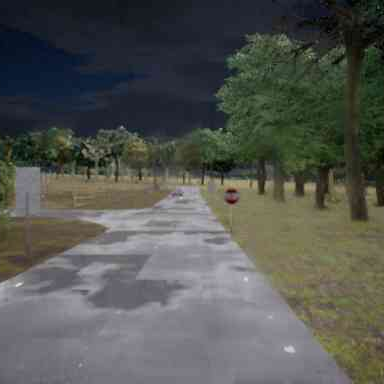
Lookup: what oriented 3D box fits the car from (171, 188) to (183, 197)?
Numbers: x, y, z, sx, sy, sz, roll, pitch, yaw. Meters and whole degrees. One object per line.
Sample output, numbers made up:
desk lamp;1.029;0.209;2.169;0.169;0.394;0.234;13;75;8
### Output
car;-2.761;0.010;61.249;2.097;1.767;4.553;0;2;0
